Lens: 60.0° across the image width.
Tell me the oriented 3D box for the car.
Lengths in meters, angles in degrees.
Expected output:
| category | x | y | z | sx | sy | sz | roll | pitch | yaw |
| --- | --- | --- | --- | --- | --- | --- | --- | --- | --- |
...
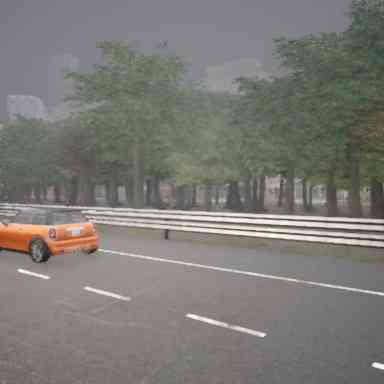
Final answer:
| category | x | y | z | sx | sy | sz | roll | pitch | yaw |
| --- | --- | --- | --- | --- | --- | --- | --- | --- | --- |
| car | -5.537 | 1.354 | 12.123 | 4.553 | 1.767 | 2.097 | 0 | 0 | 36 |
